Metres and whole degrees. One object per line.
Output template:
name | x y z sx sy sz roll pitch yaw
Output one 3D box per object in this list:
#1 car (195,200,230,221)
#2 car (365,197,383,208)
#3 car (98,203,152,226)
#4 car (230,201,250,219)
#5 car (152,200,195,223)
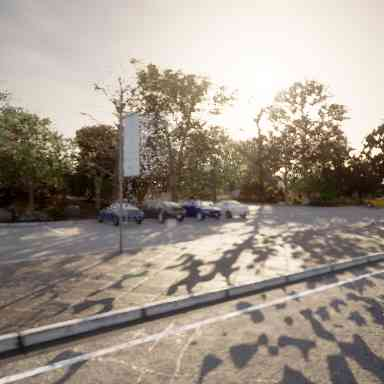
car | 0.372 1.424 26.803 2.097 1.535 5.008 0 0 -35
car | 26.150 1.378 45.138 2.097 1.535 5.008 0 0 -35
car | -4.959 1.475 22.998 2.002 1.452 4.674 0 0 -35
car | 2.942 1.459 28.622 2.002 1.452 4.674 0 0 -35
car | -2.288 1.431 24.895 2.231 1.521 4.892 0 0 -35
